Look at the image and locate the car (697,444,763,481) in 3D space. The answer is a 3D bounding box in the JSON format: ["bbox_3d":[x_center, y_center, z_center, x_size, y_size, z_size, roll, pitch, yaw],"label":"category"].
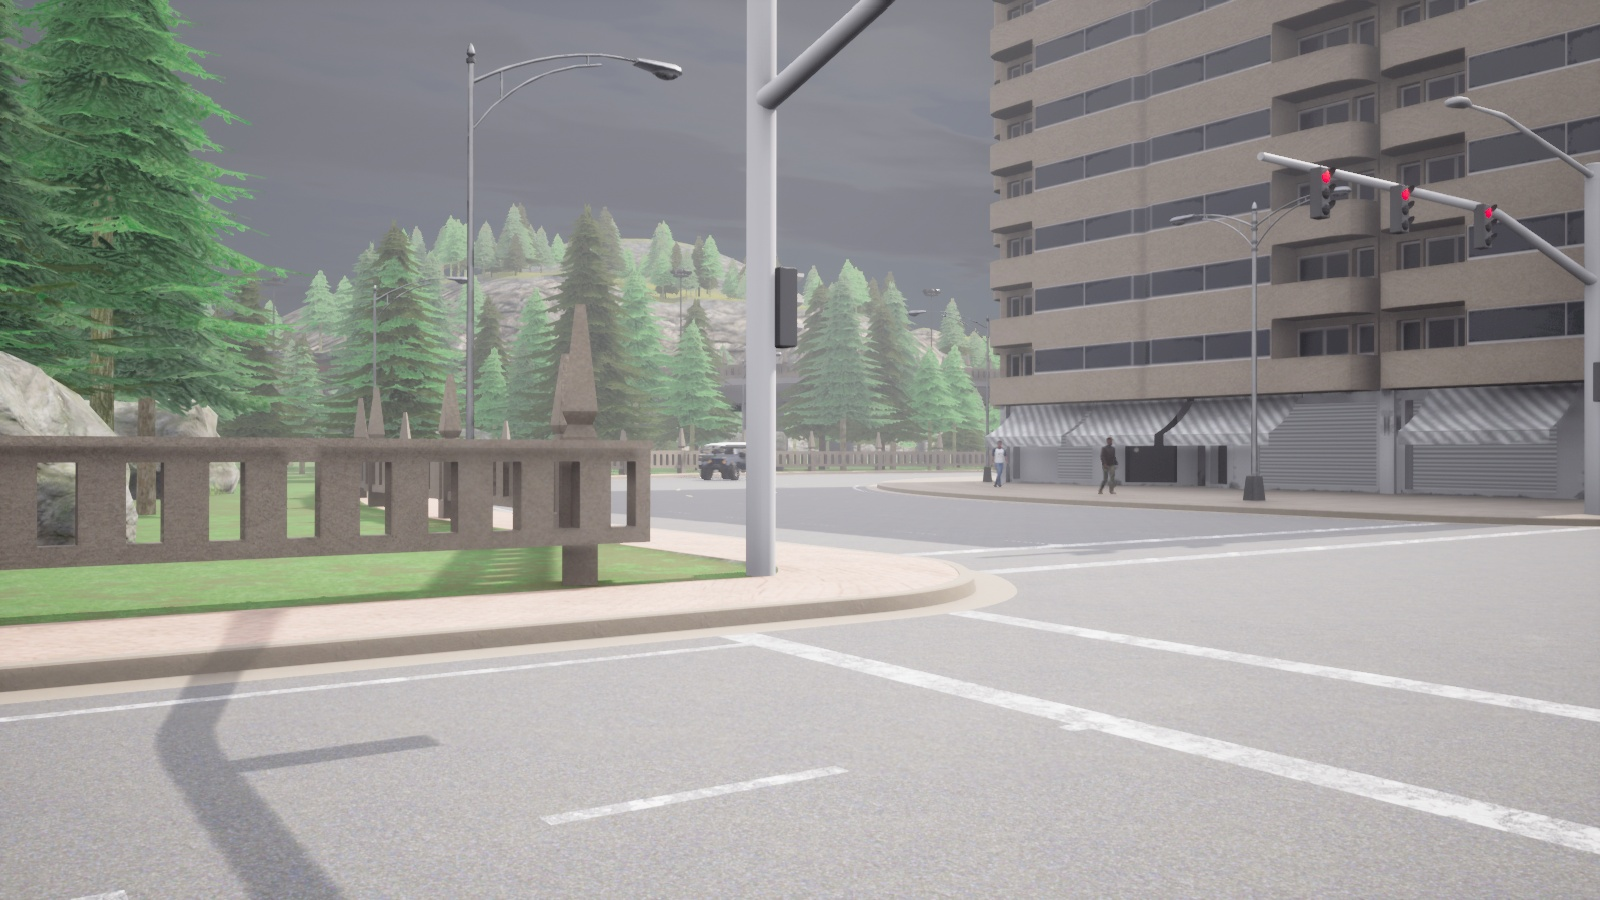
[{"bbox_3d":[-3.631,0.651,65.657,1.905,1.878,3.866,0,0,23],"label":"car"}]

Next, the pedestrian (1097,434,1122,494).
[{"bbox_3d":[9.592,0.416,38.909,0.431,1.840,0.703,0,0,-17],"label":"pedestrian"}]

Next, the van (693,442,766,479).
[{"bbox_3d":[-4.050,0.597,72.807,2.069,2.038,4.480,0,0,31],"label":"van"}]

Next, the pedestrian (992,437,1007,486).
[{"bbox_3d":[7.505,0.441,47.371,0.354,1.836,0.706,0,0,-9],"label":"pedestrian"}]
